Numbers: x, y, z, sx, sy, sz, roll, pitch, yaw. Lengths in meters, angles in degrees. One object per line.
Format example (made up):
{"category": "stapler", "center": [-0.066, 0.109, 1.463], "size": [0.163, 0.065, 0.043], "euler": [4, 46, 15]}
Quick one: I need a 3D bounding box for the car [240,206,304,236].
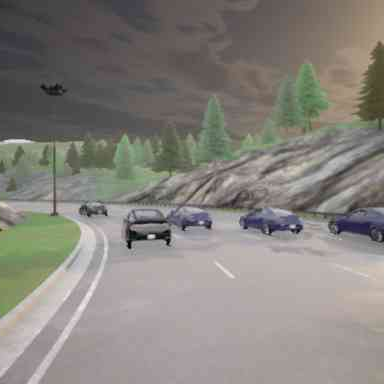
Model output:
{"category": "car", "center": [4.227, 1.493, 18.169], "size": [1.812, 1.442, 4.674], "euler": [0, 0, -15]}

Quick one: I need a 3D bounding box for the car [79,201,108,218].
{"category": "car", "center": [-9.403, 1.601, 31.633], "size": [1.812, 1.442, 4.674], "euler": [0, 0, -31]}

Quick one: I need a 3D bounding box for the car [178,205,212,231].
{"category": "car", "center": [-0.227, 1.528, 20.607], "size": [1.812, 1.442, 4.674], "euler": [0, 0, -19]}

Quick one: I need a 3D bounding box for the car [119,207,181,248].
{"category": "car", "center": [-2.171, 1.509, 15.111], "size": [2.128, 1.511, 4.902], "euler": [0, 0, -15]}

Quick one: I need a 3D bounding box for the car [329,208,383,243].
{"category": "car", "center": [8.475, 1.459, 15.680], "size": [1.812, 1.442, 4.674], "euler": [0, 0, -13]}
